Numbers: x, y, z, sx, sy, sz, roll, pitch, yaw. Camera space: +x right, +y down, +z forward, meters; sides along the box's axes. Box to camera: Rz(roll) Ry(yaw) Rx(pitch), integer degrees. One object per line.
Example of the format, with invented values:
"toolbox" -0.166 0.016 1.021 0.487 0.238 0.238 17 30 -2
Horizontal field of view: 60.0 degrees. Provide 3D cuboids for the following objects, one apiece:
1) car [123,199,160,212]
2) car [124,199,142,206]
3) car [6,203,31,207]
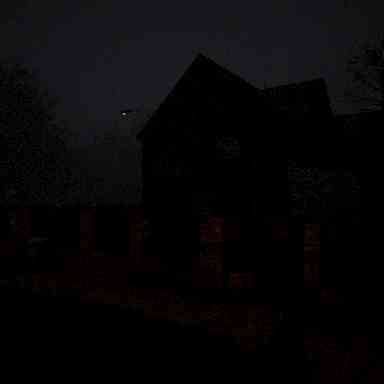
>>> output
"car" -6.364 1.622 42.578 1.837 1.490 4.892 0 0 35
"car" -5.790 1.702 37.778 1.895 1.301 4.718 0 0 35
"car" -15.721 1.665 29.383 1.895 1.301 4.718 0 0 35
